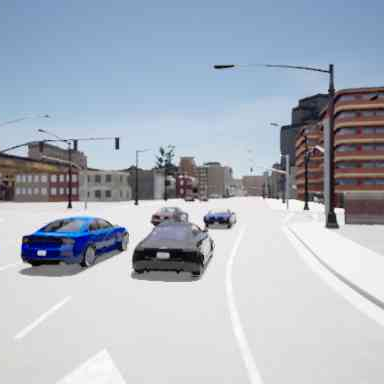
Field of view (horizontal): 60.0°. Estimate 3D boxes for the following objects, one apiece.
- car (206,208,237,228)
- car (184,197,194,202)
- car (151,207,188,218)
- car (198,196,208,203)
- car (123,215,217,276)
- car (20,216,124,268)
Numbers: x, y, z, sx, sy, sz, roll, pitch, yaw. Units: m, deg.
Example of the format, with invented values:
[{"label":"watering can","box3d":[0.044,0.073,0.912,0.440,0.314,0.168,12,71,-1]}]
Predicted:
[{"label":"car","box3d":[2.162,1.826,24.404,1.895,1.301,4.718,0,0,14]},{"label":"car","box3d":[-0.677,1.776,79.770,1.994,1.385,4.181,0,0,11]},{"label":"car","box3d":[-1.541,1.772,24.404,2.033,1.411,5.357,0,0,10]},{"label":"car","box3d":[2.758,1.718,79.097,1.837,1.490,4.892,0,0,11]},{"label":"car","box3d":[-0.453,1.666,10.835,1.994,1.385,4.181,0,0,9]},{"label":"car","box3d":[-3.832,1.587,11.805,1.882,1.535,5.008,0,0,9]}]
